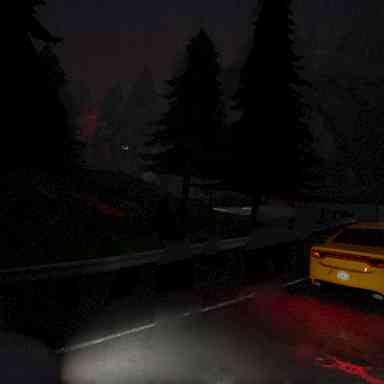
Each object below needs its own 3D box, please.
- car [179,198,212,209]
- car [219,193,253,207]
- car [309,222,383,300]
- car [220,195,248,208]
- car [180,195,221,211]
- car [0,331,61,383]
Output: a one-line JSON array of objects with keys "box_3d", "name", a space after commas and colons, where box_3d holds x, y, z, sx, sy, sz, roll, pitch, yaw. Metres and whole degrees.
[{"box_3d": [0.488, 1.539, 45.737, 4.181, 1.385, 1.994, 0, 0, 34], "name": "car"}, {"box_3d": [6.431, 1.206, 50.147, 5.566, 2.045, 2.150, 0, 0, 34], "name": "car"}, {"box_3d": [4.779, 1.478, 8.097, 5.008, 1.535, 1.882, 0, 0, -42], "name": "car"}, {"box_3d": [5.177, 1.552, 46.766, 4.181, 1.385, 1.994, 0, 0, 34], "name": "car"}, {"box_3d": [0.753, 1.491, 41.310, 4.892, 1.490, 1.837, 0, 0, 34], "name": "car"}, {"box_3d": [-3.153, 1.526, 1.745, 4.674, 1.442, 1.812, 0, 0, -35], "name": "car"}]
